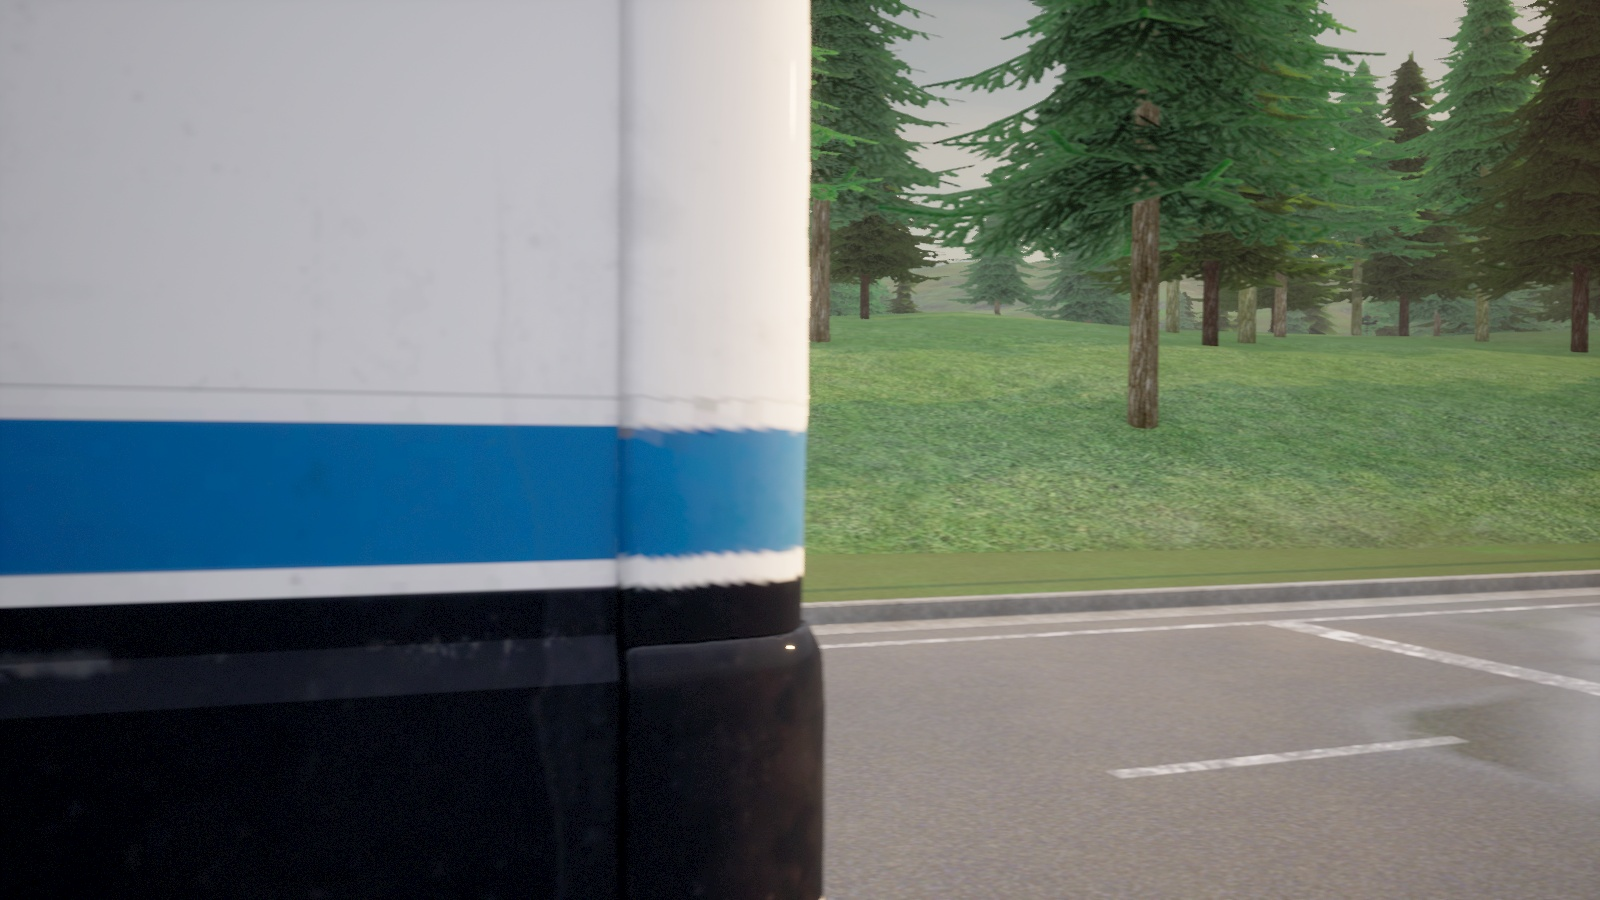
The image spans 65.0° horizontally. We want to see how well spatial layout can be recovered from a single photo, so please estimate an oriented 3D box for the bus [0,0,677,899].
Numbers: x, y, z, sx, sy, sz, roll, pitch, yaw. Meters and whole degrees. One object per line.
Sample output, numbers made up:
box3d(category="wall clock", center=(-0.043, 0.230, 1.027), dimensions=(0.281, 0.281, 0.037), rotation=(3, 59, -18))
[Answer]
box3d(category="bus", center=(-5.619, -0.536, 1.089), dimensions=(10.273, 4.253, 3.944), rotation=(-1, 1, -21))
